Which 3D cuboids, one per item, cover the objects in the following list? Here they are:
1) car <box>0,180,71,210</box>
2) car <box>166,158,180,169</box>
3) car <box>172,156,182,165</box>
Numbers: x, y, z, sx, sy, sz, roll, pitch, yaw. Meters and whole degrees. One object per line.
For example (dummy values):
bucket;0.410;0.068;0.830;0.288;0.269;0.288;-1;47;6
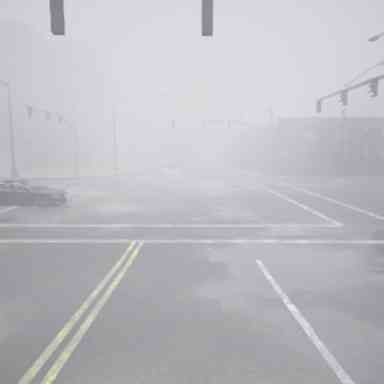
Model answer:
car;-9.117;0.115;17.882;4.902;1.511;2.128;1;7;0
car;-3.550;-4.816;58.727;1.895;1.301;4.718;0;7;1
car;-3.520;-7.084;74.209;2.150;2.045;5.566;0;7;0
